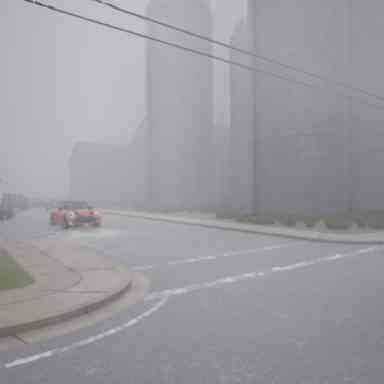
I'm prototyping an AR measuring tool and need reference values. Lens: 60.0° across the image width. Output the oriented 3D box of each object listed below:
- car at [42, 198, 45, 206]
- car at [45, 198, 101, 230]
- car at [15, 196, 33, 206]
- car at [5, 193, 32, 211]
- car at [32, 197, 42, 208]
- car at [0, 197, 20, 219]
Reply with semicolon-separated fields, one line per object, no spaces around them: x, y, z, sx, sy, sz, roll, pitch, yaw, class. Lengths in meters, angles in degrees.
-15.275;1.464;37.923;1.812;1.442;4.674;-1;0;-37;car
-7.431;1.312;21.010;2.097;1.767;4.553;-1;0;-36;car
-27.504;1.421;54.473;1.882;1.535;5.008;-1;0;-36;car
-21.228;1.189;39.858;2.150;2.045;5.566;-1;0;-36;car
-21.583;1.466;46.526;1.812;1.442;4.674;-1;0;-36;car
-17.055;1.472;27.160;4.611;1.667;2.242;-1;0;-36;car
